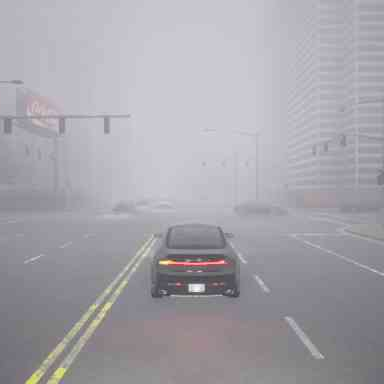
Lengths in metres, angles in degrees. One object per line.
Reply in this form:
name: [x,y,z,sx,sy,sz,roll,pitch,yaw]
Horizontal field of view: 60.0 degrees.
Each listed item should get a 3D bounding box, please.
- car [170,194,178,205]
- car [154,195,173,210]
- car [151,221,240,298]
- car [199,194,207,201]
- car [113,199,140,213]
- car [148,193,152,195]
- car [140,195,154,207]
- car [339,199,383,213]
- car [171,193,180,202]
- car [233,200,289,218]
car: [-3.965,1.525,59.902,1.812,1.442,4.674,0,0,0]
car: [-3.684,1.526,43.749,1.812,1.442,4.674,0,0,-3]
car: [0.055,1.505,8.498,1.837,1.490,4.892,0,0,-1]
car: [2.912,1.355,88.755,2.097,1.767,4.553,0,0,0]
car: [-7.337,1.601,36.464,1.895,1.301,4.718,0,0,0]
car: [-7.455,1.494,68.962,2.128,1.511,4.902,0,0,0]
car: [-7.433,1.563,51.629,1.994,1.385,4.181,0,0,0]
car: [18.443,1.477,35.713,5.008,1.535,1.882,0,0,-1]
car: [-3.997,1.225,75.160,2.150,2.045,5.566,0,0,0]
car: [6.117,1.491,29.857,4.902,1.511,2.128,0,0,22]
